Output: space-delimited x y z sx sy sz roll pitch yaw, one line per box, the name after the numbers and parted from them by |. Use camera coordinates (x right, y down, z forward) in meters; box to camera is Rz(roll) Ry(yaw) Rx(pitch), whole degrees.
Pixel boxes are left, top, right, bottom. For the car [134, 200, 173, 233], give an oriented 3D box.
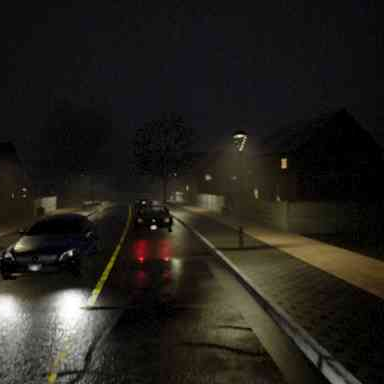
-2.114 1.348 17.833 1.895 1.301 4.718 -1 1 -8 | car

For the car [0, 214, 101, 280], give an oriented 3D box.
-3.857 1.413 9.818 1.812 1.442 4.674 -1 1 -8 | car

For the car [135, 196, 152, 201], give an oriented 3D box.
-5.486 1.101 37.441 1.994 1.385 4.181 -1 1 -10 | car
